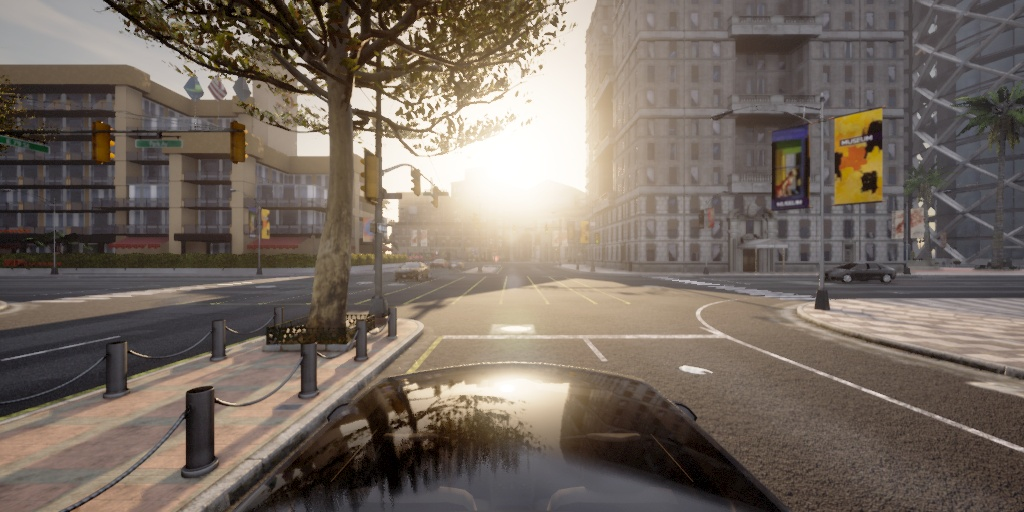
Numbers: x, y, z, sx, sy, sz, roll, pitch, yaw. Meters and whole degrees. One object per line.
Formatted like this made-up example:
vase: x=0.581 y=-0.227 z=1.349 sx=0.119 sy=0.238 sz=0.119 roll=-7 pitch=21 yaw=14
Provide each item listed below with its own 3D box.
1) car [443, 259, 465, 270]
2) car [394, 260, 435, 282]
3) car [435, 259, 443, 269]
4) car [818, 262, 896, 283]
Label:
car: x=-7.981 y=1.235 z=51.623 sx=2.128 sy=1.511 sz=4.902 roll=0 pitch=0 yaw=0
car: x=-7.948 y=1.224 z=28.970 sx=1.882 sy=1.535 sz=5.008 roll=0 pitch=0 yaw=0
car: x=-11.463 y=1.221 z=56.631 sx=1.882 sy=1.535 sz=5.008 roll=0 pitch=0 yaw=0
car: x=25.858 y=1.250 z=26.959 sx=4.892 sy=1.490 sz=1.837 roll=-1 pitch=0 yaw=0
